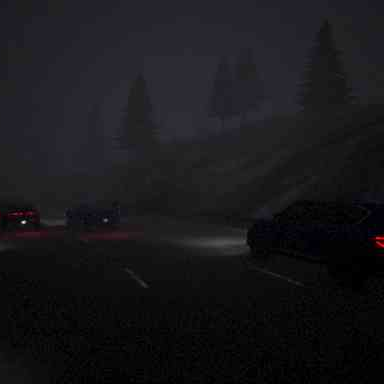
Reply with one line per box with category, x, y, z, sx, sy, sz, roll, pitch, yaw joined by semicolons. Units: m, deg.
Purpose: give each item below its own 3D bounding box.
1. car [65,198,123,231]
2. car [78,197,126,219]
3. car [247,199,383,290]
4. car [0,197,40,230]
car;-5.867;1.287;19.267;1.882;1.535;5.008;1;1;-34
car;-7.380;1.247;26.901;1.837;1.490;4.892;1;0;-41
car;3.811;1.201;9.429;2.150;2.045;5.566;1;0;-24
car;-10.174;1.268;19.233;1.837;1.490;4.892;0;1;-36
